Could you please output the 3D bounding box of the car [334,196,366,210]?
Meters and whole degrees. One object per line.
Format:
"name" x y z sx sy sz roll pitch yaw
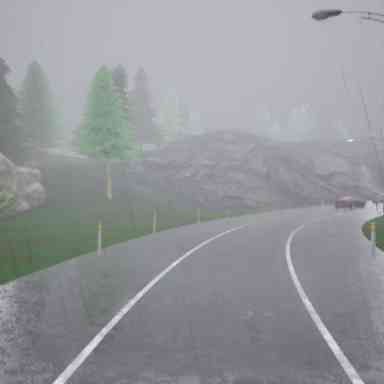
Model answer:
"car" 18.796 1.232 39.400 5.008 1.535 1.882 -2 2 -40

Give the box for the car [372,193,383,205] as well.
"car" 26.766 0.939 46.039 4.902 1.511 2.128 -3 2 -38
